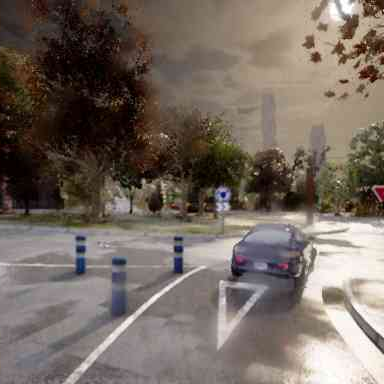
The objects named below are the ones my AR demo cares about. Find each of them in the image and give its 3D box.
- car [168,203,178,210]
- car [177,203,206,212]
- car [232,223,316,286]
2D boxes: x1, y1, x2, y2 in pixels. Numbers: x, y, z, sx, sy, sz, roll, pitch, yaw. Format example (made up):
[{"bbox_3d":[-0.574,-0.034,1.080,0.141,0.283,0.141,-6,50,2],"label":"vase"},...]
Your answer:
[{"bbox_3d":[-4.056,3.974,86.631,2.150,2.045,5.566,0,-4,-14],"label":"car"},{"bbox_3d":[0.259,3.168,66.485,5.008,1.535,1.882,0,0,15],"label":"car"},{"bbox_3d":[2.546,1.662,9.890,1.812,1.442,4.674,2,-2,24],"label":"car"}]
